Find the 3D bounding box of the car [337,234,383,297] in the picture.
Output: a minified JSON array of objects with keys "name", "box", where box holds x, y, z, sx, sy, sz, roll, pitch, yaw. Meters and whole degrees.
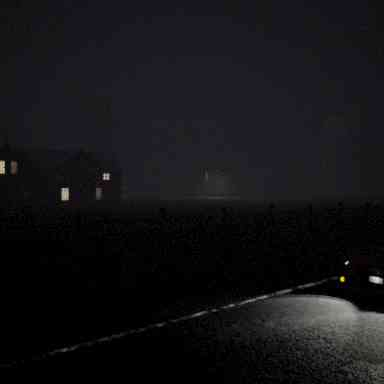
[{"name":"car","box":[5.273,1.565,7.755,4.181,1.385,1.994,0,0,-36]}]
